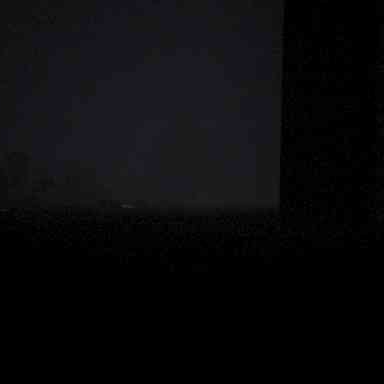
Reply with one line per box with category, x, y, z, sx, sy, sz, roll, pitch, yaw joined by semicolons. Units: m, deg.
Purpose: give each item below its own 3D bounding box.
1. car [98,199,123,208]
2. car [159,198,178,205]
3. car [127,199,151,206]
car;-14.151;1.910;57.683;1.812;1.442;4.674;2;0;36
car;-4.937;2.006;70.552;2.128;1.511;4.902;2;0;36
car;-10.571;2.048;67.412;2.033;1.411;5.357;2;0;36
